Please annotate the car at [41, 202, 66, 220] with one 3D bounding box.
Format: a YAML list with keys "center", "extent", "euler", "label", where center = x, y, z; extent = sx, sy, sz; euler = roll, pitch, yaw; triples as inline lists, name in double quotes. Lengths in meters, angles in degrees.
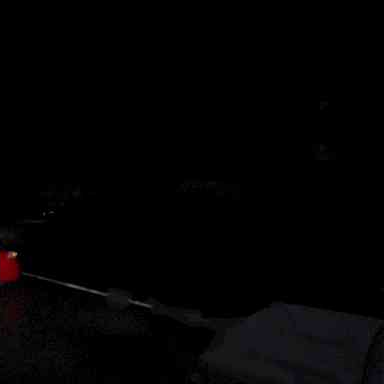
- center: [-11.087, 1.632, 30.068]
  extent: [1.837, 1.490, 4.892]
  euler: [0, 0, 35]
  label: "car"

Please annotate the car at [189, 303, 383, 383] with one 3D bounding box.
- center: [2.300, 1.597, 2.344]
  extent: [4.718, 1.301, 1.895]
  euler: [0, 0, 36]
  label: "car"

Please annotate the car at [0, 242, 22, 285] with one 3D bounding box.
- center: [-6.175, 1.626, 8.528]
  extent: [4.181, 1.385, 1.994]
  euler: [0, 0, 38]
  label: "car"
